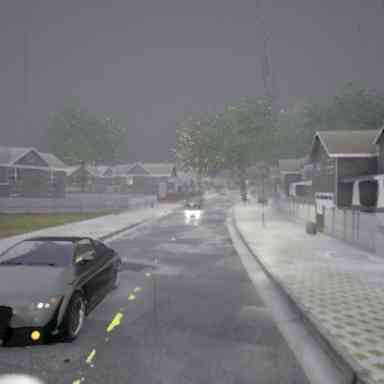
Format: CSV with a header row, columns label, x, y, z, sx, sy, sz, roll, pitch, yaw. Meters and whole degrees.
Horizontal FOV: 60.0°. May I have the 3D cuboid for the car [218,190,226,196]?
label,x,y,z,sx,sy,sz,roll,pitch,yaw
car,8.470,0.344,92.943,2.097,1.767,4.553,0,1,9

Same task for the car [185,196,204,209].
label,x,y,z,sx,sy,sz,roll,pitch,yaw
car,0.362,1.277,40.587,2.128,1.511,4.902,0,1,9

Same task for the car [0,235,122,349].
label,x,y,z,sx,sy,sz,roll,pitch,yaw
car,-2.699,1.561,6.347,1.994,1.385,4.181,0,0,2
